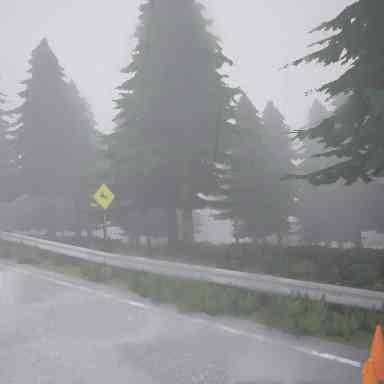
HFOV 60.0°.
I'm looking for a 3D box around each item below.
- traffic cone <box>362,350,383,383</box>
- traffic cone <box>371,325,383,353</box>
[{"bbox_3d":[1.772,1.956,3.297,0.340,0.580,0.340,0,0,34],"label":"traffic cone"},{"bbox_3d":[2.321,1.956,4.130,0.340,0.580,0.340,0,0,34],"label":"traffic cone"}]
